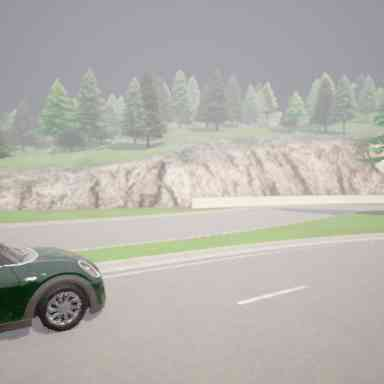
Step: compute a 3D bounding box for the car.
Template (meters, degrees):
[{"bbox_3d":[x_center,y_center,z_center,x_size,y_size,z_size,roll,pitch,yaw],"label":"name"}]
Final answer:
[{"bbox_3d":[-3.771,1.349,5.313,4.553,1.767,2.097,-1,0,-35],"label":"car"}]
